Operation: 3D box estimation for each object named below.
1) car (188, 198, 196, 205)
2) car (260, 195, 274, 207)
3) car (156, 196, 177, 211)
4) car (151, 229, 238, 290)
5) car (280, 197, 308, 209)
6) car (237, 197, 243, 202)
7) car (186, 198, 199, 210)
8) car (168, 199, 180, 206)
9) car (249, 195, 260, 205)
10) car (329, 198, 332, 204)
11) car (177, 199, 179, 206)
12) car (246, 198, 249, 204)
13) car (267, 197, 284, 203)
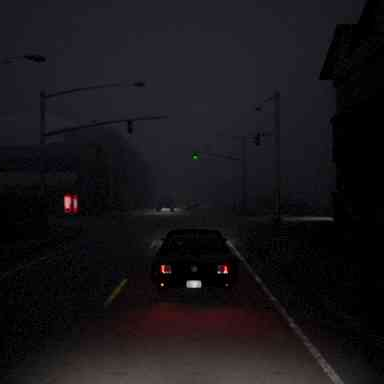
[{"bbox_3d":[-0.026,2.072,75.825,1.837,1.490,4.892,0,0,0],"label":"car"},{"bbox_3d":[14.146,1.575,53.897,5.027,1.636,2.152,0,0,0],"label":"car"},{"bbox_3d":[-3.611,1.568,45.858,2.150,2.045,5.566,0,0,0],"label":"car"},{"bbox_3d":[0.065,1.672,9.245,1.895,1.301,4.718,0,0,0],"label":"car"},{"bbox_3d":[14.473,1.606,47.479,3.806,1.475,1.970,0,0,0],"label":"car"},{"bbox_3d":[13.855,2.054,88.177,3.633,1.501,1.845,0,0,0],"label":"car"},{"bbox_3d":[0.085,1.870,50.175,2.128,1.511,4.902,0,0,0],"label":"car"},{"bbox_3d":[-3.544,2.049,66.382,2.033,1.411,5.357,0,0,1],"label":"car"},{"bbox_3d":[14.140,1.595,66.691,3.866,1.878,1.905,0,0,0],"label":"car"},{"bbox_3d":[32.275,1.886,73.214,3.633,1.501,1.845,0,0,0],"label":"car"},{"bbox_3d":[-3.602,2.024,56.089,1.895,1.301,4.718,0,0,0],"label":"car"},{"bbox_3d":[13.727,1.637,69.596,4.605,1.855,1.932,0,0,0],"label":"car"},{"bbox_3d":[21.278,2.042,85.201,3.806,1.475,1.970,0,0,0],"label":"car"}]
